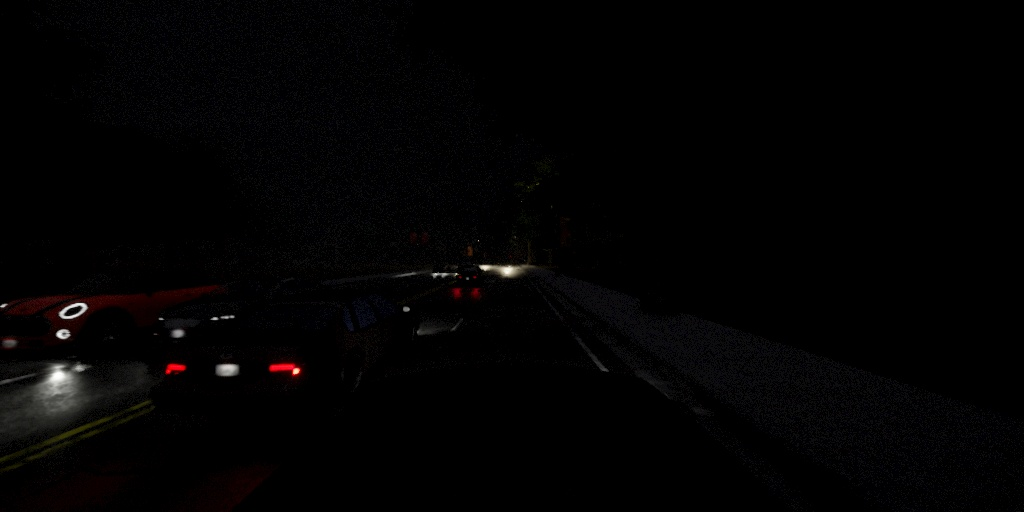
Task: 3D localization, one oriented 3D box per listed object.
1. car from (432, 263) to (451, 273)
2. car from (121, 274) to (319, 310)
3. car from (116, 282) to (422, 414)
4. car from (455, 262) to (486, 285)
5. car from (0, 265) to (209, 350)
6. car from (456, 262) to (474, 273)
[{"bbox_3d":[-9.815,1.629,50.493,2.033,1.411,5.357,0,0,0],"label":"car"},{"bbox_3d":[-6.599,1.282,9.536,2.128,1.511,4.902,0,0,0],"label":"car"},{"bbox_3d":[-3.149,1.321,6.477,2.033,1.411,5.357,0,0,0],"label":"car"},{"bbox_3d":[-3.160,1.433,27.697,1.812,1.442,4.674,0,0,0],"label":"car"},{"bbox_3d":[-9.849,1.141,9.282,2.097,1.767,4.553,0,0,0],"label":"car"},{"bbox_3d":[-6.568,1.559,50.463,1.882,1.535,5.008,0,0,0],"label":"car"}]
